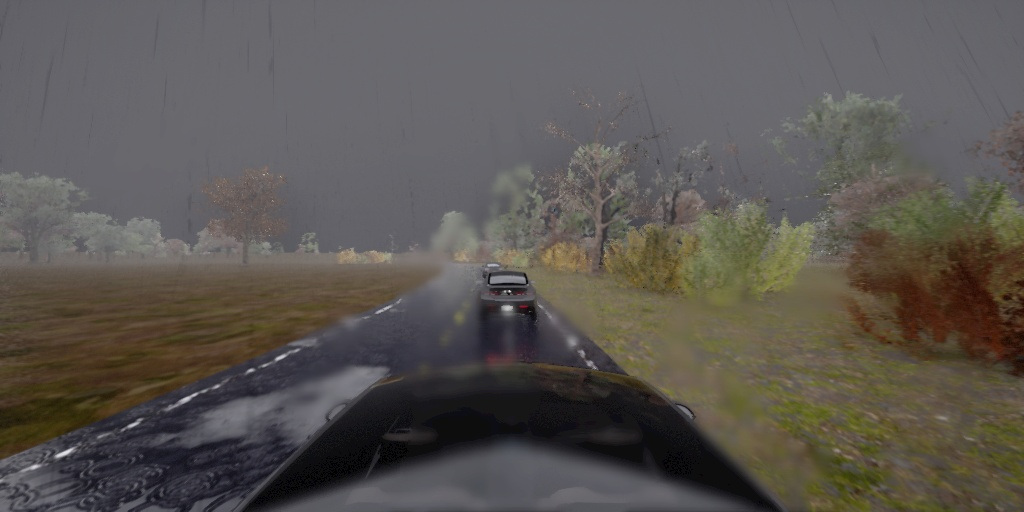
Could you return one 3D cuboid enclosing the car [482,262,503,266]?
[{"bbox_3d":[-1.795,1.277,33.428,1.812,1.442,4.674,0,0,-6],"label":"car"}]

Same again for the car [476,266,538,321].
[{"bbox_3d":[-0.187,1.256,12.556,1.837,1.490,4.892,0,0,-2],"label":"car"}]
